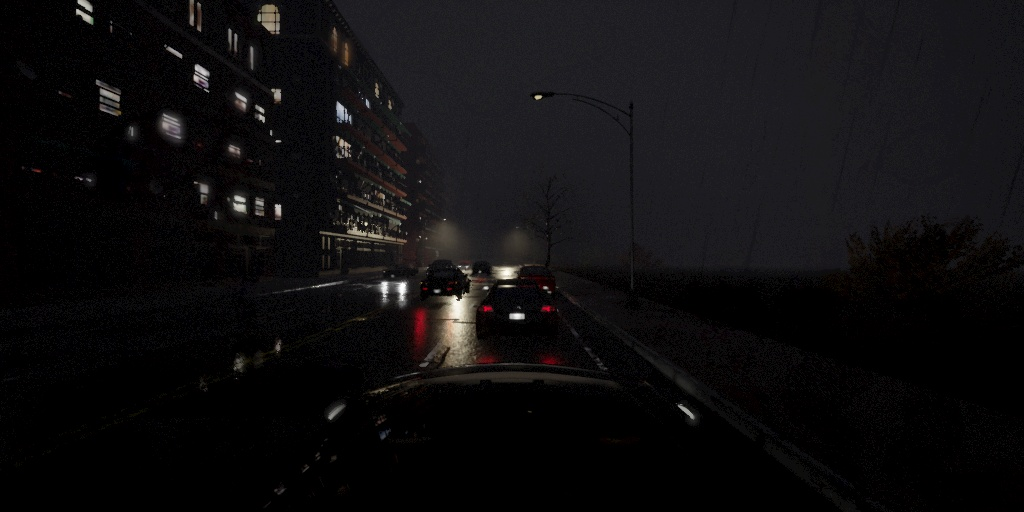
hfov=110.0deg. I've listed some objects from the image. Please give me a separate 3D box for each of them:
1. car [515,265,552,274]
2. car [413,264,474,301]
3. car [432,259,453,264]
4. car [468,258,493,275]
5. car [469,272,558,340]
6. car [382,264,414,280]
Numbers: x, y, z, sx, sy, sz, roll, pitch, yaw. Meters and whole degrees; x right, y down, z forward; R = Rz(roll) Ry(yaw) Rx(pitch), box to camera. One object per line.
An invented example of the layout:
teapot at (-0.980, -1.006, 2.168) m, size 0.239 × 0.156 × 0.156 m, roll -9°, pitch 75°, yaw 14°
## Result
car at (1.153, 1.230, 18.916) m, size 1.882 × 1.535 × 5.008 m, roll 0°, pitch 0°, yaw 0°
car at (-3.136, 1.277, 17.334) m, size 1.812 × 1.442 × 4.674 m, roll 0°, pitch 0°, yaw 0°
car at (-6.571, 1.104, 33.288) m, size 2.097 × 1.767 × 4.553 m, roll 0°, pitch 0°, yaw 0°
car at (-3.116, 1.259, 37.604) m, size 1.837 × 1.490 × 4.892 m, roll 0°, pitch 1°, yaw 0°
car at (0.109, 1.315, 9.996) m, size 1.994 × 1.385 × 4.181 m, roll 0°, pitch 0°, yaw 0°
car at (-9.823, 1.353, 31.742) m, size 1.895 × 1.301 × 4.718 m, roll 0°, pitch 0°, yaw 0°
